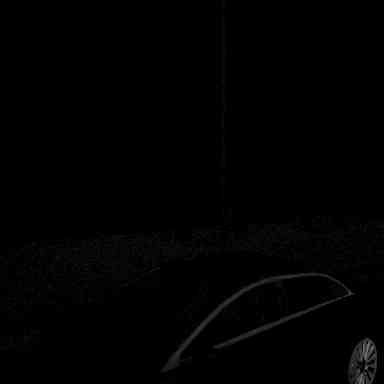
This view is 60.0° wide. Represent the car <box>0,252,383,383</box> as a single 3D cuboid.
[{"bbox_3d":[0.196,1.490,3.515,4.902,1.511,2.128,0,0,-35],"label":"car"}]
